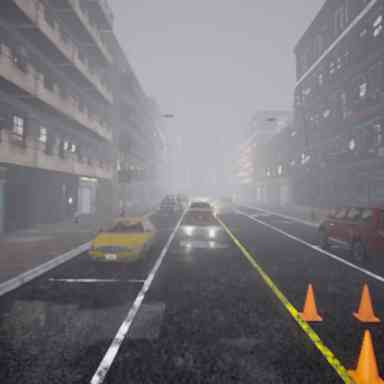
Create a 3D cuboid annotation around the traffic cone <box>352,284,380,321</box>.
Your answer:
[{"bbox_3d":[3.130,1.965,5.991,0.340,0.580,0.340,0,0,1],"label":"traffic cone"}]

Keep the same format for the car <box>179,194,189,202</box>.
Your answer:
[{"bbox_3d":[-1.592,1.240,68.189,1.967,1.590,4.097,1,0,1],"label":"car"}]

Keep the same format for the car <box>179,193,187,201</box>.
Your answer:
[{"bbox_3d":[-1.965,1.208,34.373,2.192,1.841,5.009,1,0,1],"label":"car"}]

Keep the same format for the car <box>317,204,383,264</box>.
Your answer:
[{"bbox_3d":[6.166,1.334,11.732,2.192,1.841,5.009,1,0,1],"label":"car"}]

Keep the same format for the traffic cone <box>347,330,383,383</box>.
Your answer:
[{"bbox_3d":[2.108,1.962,4.002,0.340,0.580,0.340,0,0,1],"label":"traffic cone"}]

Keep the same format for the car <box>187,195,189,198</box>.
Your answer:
[{"bbox_3d":[-1.653,1.130,62.553,2.192,1.841,5.009,1,0,1],"label":"car"}]

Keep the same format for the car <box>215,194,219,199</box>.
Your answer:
[{"bbox_3d":[6.849,1.396,73.729,1.887,1.381,4.507,1,0,1],"label":"car"}]

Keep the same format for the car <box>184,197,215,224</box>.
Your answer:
[{"bbox_3d":[0.616,1.417,24.715,1.882,1.535,5.008,0,0,1],"label":"car"}]

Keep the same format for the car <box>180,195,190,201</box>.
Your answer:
[{"bbox_3d":[-1.531,1.328,73.826,1.887,1.381,4.507,1,0,1],"label":"car"}]

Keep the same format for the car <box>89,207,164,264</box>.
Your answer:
[{"bbox_3d":[-2.218,1.477,11.659,1.752,1.417,4.829,1,0,1],"label":"car"}]

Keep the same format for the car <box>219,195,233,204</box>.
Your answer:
[{"bbox_3d":[6.726,1.408,62.627,1.752,1.417,4.829,1,0,1],"label":"car"}]

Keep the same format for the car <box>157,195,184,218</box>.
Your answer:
[{"bbox_3d":[-2.029,1.348,28.738,1.967,1.590,4.097,1,0,1],"label":"car"}]

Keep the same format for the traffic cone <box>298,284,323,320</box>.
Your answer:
[{"bbox_3d":[2.130,1.957,6.002,0.340,0.580,0.340,0,0,1],"label":"traffic cone"}]
